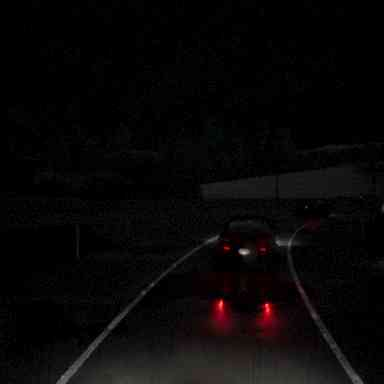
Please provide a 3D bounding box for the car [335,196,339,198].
[{"bbox_3d":[38.289,1.627,87.127,4.181,1.385,1.994,0,0,-29],"label":"car"}]

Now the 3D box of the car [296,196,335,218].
[{"bbox_3d":[11.298,1.383,30.804,2.097,1.767,4.553,0,0,36],"label":"car"}]

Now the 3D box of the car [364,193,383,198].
[{"bbox_3d":[43.618,1.636,78.074,4.902,1.511,2.128,0,0,-29],"label":"car"}]

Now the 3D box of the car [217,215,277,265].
[{"bbox_3d":[2.000,1.541,11.764,1.812,1.442,4.674,0,0,13],"label":"car"}]

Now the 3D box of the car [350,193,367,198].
[{"bbox_3d":[41.907,1.324,81.127,5.566,2.045,2.150,0,0,-29],"label":"car"}]

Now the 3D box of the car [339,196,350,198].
[{"bbox_3d":[40.246,1.611,84.209,4.674,1.442,1.812,0,0,-29],"label":"car"}]
